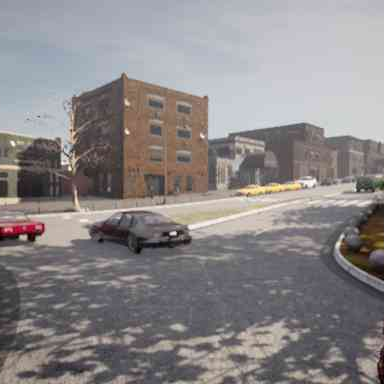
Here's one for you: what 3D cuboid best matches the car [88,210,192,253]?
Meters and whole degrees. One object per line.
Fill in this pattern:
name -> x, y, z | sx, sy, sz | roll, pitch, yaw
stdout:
car -> -2.278, 1.450, 13.276 | 2.033, 1.411, 5.357 | 0, 1, -41

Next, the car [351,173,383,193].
car -> 23.701, -1.033, 44.390 | 2.150, 2.045, 5.566 | 1, 4, 44

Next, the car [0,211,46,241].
car -> -8.569, 1.487, 14.586 | 4.718, 1.301, 1.895 | 0, 0, 35

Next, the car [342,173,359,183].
car -> 34.494, -2.720, 73.047 | 2.231, 1.521, 4.892 | 0, 4, 43

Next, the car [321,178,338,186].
car -> 26.909, -1.978, 64.994 | 2.163, 1.488, 4.792 | 0, 4, 43

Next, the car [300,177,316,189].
car -> 19.347, -1.548, 56.948 | 2.435, 2.045, 5.566 | 0, 4, 43

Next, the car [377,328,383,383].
car -> 3.122, 1.470, 1.362 | 1.882, 1.535, 5.008 | 0, 1, -12

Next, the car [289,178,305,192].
car -> 15.381, -0.926, 52.742 | 1.946, 1.575, 5.366 | 0, 4, 43

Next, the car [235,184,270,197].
car -> 7.818, -0.213, 44.720 | 1.946, 1.575, 5.366 | 0, 4, 43

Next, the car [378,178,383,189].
car -> 30.821, -1.426, 52.044 | 1.837, 1.490, 4.892 | 0, 4, 43

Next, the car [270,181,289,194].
car -> 11.603, -0.571, 48.727 | 1.946, 1.575, 5.366 | 0, 4, 43

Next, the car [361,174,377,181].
car -> 44.652, -3.679, 83.921 | 2.231, 1.521, 4.892 | 1, 4, 44
